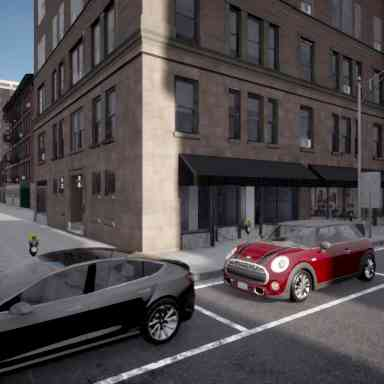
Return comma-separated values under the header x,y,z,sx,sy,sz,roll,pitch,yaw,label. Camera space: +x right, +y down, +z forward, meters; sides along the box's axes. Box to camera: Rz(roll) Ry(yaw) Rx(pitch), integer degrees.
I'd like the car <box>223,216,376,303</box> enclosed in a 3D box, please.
x,y,z,sx,sy,sz,roll,pitch,yaw,label
2.675,1.439,8.147,4.097,1.590,1.967,0,0,-36,car

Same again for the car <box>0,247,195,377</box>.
x,y,z,sx,sy,sz,roll,pitch,yaw,label
-1.929,1.566,4.816,4.313,1.339,1.947,0,0,-36,car
